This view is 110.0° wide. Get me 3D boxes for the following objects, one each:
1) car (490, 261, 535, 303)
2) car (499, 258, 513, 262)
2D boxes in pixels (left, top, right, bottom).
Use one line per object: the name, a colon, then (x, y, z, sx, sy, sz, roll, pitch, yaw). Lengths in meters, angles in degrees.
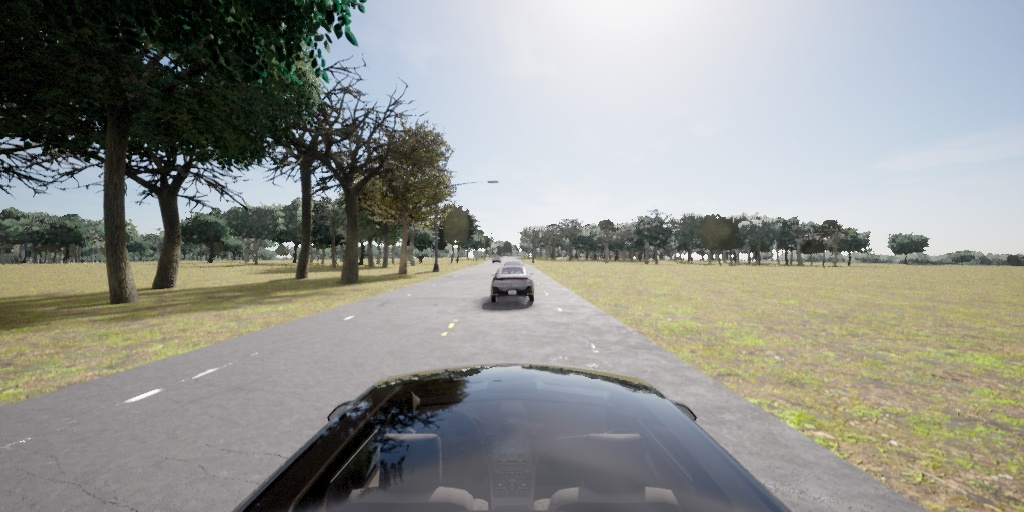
car: (0.013, 1.204, 16.455, 2.128, 1.511, 4.902, -1, 0, 0)
car: (0.078, 1.142, 31.454, 1.882, 1.535, 5.008, 0, 0, 0)
